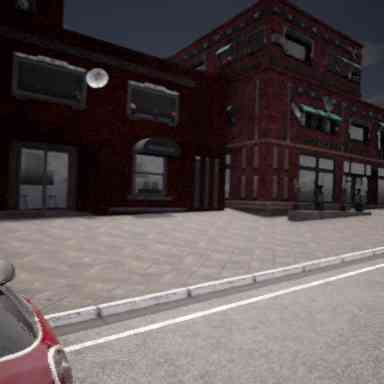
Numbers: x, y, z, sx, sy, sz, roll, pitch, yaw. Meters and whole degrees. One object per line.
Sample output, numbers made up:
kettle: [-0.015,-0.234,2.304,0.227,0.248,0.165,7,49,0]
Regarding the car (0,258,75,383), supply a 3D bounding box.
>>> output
car: [-3.046,1.351,1.818,4.553,1.767,2.097,0,0,-36]
